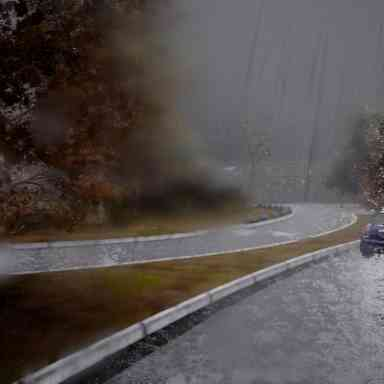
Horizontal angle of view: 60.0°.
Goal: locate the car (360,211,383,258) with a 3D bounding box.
[{"bbox_3d":[8.004,1.419,12.160,4.553,1.767,2.097,0,0,-42],"label":"car"}]
